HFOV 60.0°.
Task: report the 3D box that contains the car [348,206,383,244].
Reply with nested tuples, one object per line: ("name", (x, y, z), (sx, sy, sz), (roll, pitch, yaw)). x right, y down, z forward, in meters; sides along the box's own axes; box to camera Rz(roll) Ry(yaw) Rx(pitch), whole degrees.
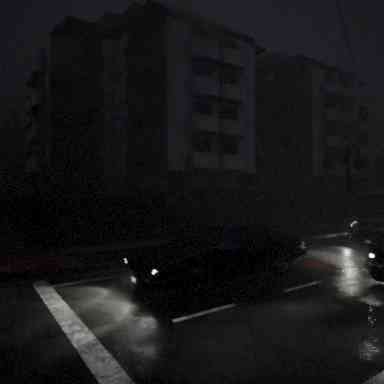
("car", (8.726, 1.354, 14.209), (4.553, 1.767, 2.097), (0, 0, -33))

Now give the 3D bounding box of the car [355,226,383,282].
("car", (6.459, 1.601, 8.581), (4.718, 1.301, 1.895), (0, 0, -35))

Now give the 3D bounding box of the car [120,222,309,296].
("car", (0.868, 1.554, 8.915), (5.357, 1.411, 2.033), (0, 0, -36))
